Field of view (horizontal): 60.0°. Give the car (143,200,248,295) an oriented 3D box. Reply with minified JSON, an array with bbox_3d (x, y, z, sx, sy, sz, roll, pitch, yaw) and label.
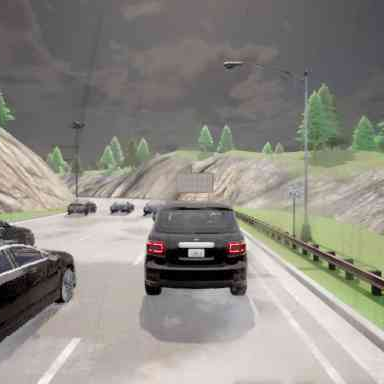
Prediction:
[{"bbox_3d":[0.088,1.221,8.833,2.150,2.045,5.566,0,0,0],"label":"car"}]

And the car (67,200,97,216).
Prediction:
[{"bbox_3d":[-10.625,1.491,32.397,2.128,1.511,4.902,0,0,-3],"label":"car"}]

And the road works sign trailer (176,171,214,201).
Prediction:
[{"bbox_3d":[0.189,0.464,21.555,2.380,3.560,2.880,0,0,0],"label":"road works sign trailer"}]

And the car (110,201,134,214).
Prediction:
[{"bbox_3d":[-7.215,1.601,34.742,1.895,1.301,4.718,0,0,-3],"label":"car"}]

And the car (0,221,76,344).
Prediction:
[{"bbox_3d":[-3.405,1.491,5.232,2.128,1.511,4.902,0,0,0],"label":"car"}]

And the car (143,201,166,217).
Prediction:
[{"bbox_3d":[-3.601,1.600,32.446,1.895,1.301,4.718,0,0,-2],"label":"car"}]

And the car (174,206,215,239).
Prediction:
[{"bbox_3d":[0.115,1.559,18.059,1.994,1.385,4.181,0,0,0],"label":"car"}]
